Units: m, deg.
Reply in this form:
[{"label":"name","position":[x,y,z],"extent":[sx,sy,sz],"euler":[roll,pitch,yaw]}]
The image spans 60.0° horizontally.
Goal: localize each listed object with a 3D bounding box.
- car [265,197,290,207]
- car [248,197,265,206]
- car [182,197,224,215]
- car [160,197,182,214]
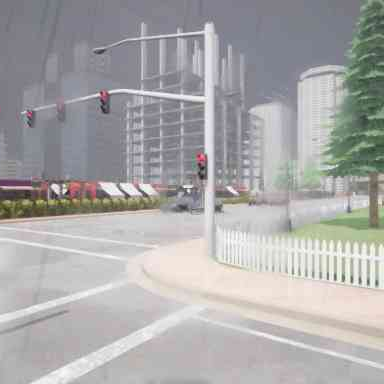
[{"label":"car","position":[13.858,1.545,52.370],"extent":[2.033,1.411,5.357],"euler":[0,0,34]},{"label":"car","position":[10.959,1.544,54.332],"extent":[2.033,1.411,5.357],"euler":[0,0,34]},{"label":"car","position":[1.431,1.349,34.159],"extent":[2.097,1.767,4.553],"euler":[0,0,34]},{"label":"car","position":[-1.425,1.349,36.184],"extent":[2.097,1.767,4.553],"euler":[0,0,34]}]
